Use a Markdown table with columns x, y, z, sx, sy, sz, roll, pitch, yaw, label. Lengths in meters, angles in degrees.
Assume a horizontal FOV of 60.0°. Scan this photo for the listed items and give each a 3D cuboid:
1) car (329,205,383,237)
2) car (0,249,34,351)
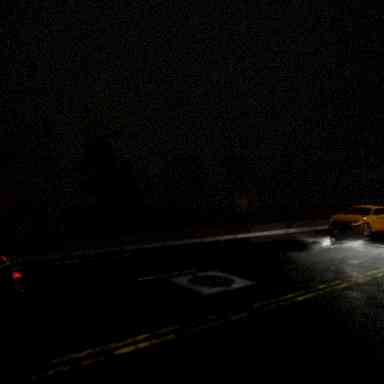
| x | y | z | sx | sy | sz | roll | pitch | yaw | label |
| --- | --- | --- | --- | --- | --- | --- | --- | --- | --- |
| 9.663 | 1.504 | 18.603 | 5.008 | 1.535 | 1.882 | 0 | 0 | -36 | car |
| -4.666 | 1.352 | 4.343 | 4.553 | 1.767 | 2.097 | 0 | 0 | -36 | car |
